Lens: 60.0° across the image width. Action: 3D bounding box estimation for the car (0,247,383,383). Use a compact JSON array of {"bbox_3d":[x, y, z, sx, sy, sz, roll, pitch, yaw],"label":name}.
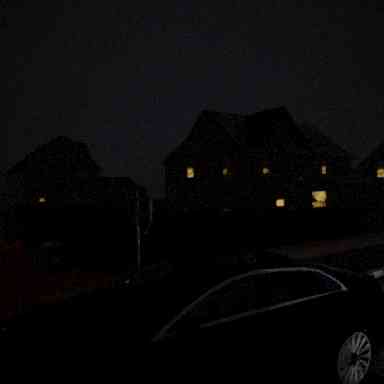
[{"bbox_3d":[0.200,1.492,3.907,4.902,1.511,2.128,0,0,-29],"label":"car"}]
